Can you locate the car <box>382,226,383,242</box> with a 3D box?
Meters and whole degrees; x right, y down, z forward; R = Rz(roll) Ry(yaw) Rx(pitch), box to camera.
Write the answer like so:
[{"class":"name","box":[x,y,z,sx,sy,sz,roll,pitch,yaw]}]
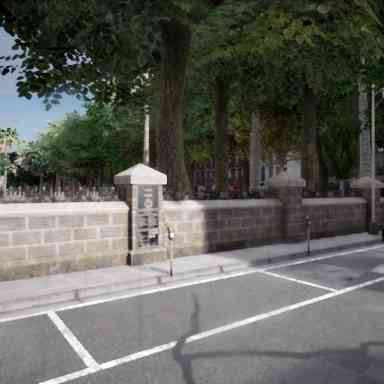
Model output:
[{"class":"car","box":[9.737,1.319,13.485,5.009,1.841,2.192,0,0,-36]}]
